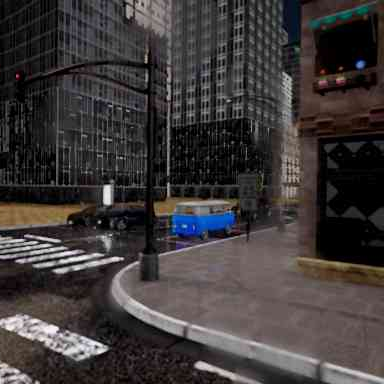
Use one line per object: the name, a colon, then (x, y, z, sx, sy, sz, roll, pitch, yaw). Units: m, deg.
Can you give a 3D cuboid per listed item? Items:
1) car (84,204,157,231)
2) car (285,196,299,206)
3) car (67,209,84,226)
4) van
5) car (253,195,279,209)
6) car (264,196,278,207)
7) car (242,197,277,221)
car: (-4.064, 1.512, 20.371, 1.994, 1.385, 4.181, 1, 1, 36)
car: (16.311, 1.373, 53.365, 1.752, 1.417, 4.829, 1, 1, 36)
car: (-6.094, 1.476, 21.985, 1.947, 1.339, 4.313, 1, 1, 36)
van: (0.728, 1.373, 17.113, 1.690, 1.788, 3.998, 1, 1, 36)
car: (9.980, 1.303, 44.497, 1.967, 1.590, 4.097, 1, 1, 36)
car: (7.411, 1.438, 36.427, 1.812, 1.442, 4.674, 1, 1, 36)
car: (5.004, 1.478, 27.567, 1.837, 1.490, 4.892, 1, 1, 36)
